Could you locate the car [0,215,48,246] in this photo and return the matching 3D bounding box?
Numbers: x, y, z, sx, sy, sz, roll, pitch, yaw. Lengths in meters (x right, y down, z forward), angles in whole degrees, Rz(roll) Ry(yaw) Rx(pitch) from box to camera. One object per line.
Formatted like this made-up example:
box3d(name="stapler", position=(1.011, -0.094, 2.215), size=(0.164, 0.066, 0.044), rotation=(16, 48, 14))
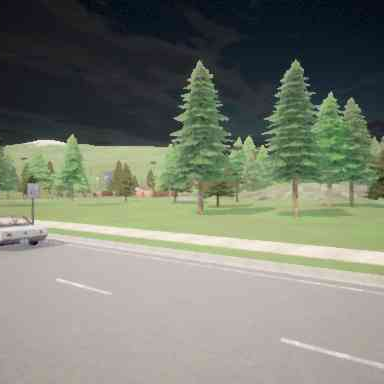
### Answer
box3d(name="car", position=(-8.243, 1.614, 14.095), size=(4.718, 1.301, 1.895), rotation=(0, 0, 36))
